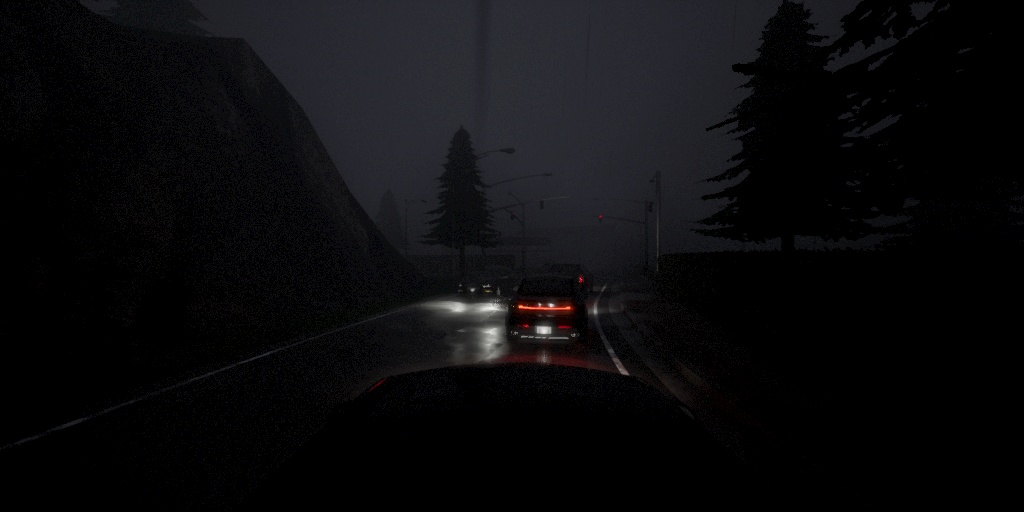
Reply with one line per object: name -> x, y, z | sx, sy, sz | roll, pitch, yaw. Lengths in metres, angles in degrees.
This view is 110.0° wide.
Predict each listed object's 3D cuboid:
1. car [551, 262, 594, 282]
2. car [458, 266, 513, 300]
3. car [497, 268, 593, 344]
car -> 3.017, 1.102, 18.583 | 2.097, 1.767, 4.553 | 0, 0, 17
car -> -1.057, 1.257, 17.949 | 1.837, 1.490, 4.892 | 0, -1, 16
car -> 1.018, 1.255, 9.661 | 1.837, 1.490, 4.892 | 0, 0, 9
